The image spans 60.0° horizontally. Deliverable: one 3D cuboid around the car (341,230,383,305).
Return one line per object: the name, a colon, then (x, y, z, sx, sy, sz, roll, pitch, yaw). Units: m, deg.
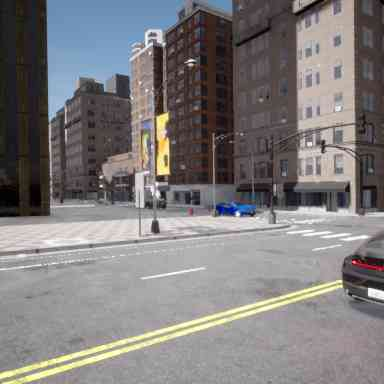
car: (5.135, 1.504, 7.103, 4.892, 1.490, 1.837, 0, 0, -36)

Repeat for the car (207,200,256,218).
car: (3.994, 1.576, 31.989, 1.882, 1.535, 5.008, -1, 1, -34)

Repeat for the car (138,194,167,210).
car: (-5.551, 1.375, 45.549, 2.150, 2.045, 5.566, -1, 1, -35)

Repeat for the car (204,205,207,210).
car: (3.605, 1.609, 38.111, 2.033, 1.411, 5.357, -1, 0, -35)

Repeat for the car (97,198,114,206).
car: (-15.669, 1.782, 60.106, 1.812, 1.442, 4.674, -1, 0, -35)
